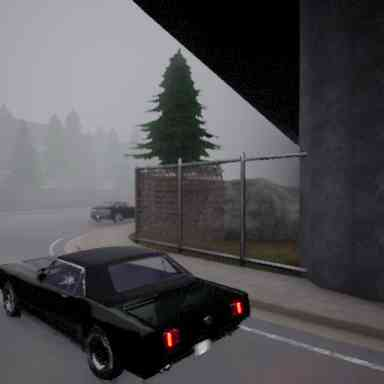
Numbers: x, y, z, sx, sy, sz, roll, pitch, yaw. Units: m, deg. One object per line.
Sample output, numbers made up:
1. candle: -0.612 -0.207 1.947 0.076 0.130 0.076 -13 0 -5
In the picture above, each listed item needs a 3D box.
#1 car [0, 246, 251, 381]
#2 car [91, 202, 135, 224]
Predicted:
1. car: -1.510 1.592 5.525 4.718 1.301 1.895 0 0 42
2. car: -5.380 1.453 24.625 2.128 1.511 4.902 0 0 23
